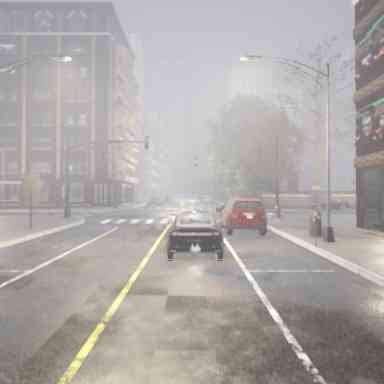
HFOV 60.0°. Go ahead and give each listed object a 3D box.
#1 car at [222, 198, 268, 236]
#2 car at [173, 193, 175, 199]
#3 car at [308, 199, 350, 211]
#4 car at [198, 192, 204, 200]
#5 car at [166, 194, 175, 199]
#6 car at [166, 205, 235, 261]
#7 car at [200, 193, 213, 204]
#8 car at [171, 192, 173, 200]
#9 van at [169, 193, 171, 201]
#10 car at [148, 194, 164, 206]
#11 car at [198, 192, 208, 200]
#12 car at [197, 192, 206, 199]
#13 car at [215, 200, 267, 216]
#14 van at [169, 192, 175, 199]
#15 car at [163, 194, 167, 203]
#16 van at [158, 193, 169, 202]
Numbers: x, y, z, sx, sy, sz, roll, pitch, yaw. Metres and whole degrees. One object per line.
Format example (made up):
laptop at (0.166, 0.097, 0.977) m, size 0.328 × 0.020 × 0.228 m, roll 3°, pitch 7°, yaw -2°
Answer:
car at (2.708, 1.248, 17.973) m, size 2.192 × 1.841 × 5.009 m, roll 1°, pitch 0°, yaw 0°
car at (-5.676, 1.284, 78.165) m, size 2.008 × 1.369 × 4.403 m, roll 1°, pitch 0°, yaw 0°
car at (15.213, 1.454, 37.007) m, size 4.313 × 1.339 × 1.947 m, roll 0°, pitch -1°, yaw 1°
car at (2.704, 1.301, 72.618) m, size 2.008 × 1.369 × 4.403 m, roll 1°, pitch 0°, yaw 0°
car at (-5.676, 1.252, 89.242) m, size 2.008 × 1.369 × 4.403 m, roll 1°, pitch 0°, yaw 0°
car at (0.100, 1.446, 12.131) m, size 2.128 × 1.511 × 4.902 m, roll 0°, pitch 0°, yaw 0°
car at (2.704, 1.328, 56.174) m, size 1.752 × 1.417 × 4.829 m, roll 1°, pitch 0°, yaw 0°
car at (-5.676, 1.332, 72.627) m, size 1.802 × 1.307 × 4.206 m, roll 1°, pitch 0°, yaw 0°
van at (-5.672, 1.109, 67.087) m, size 1.690 × 1.788 × 3.998 m, roll 1°, pitch 0°, yaw 0°
car at (-5.676, 1.403, 50.473) m, size 1.802 × 1.307 × 4.206 m, roll 1°, pitch 0°, yaw 0°
car at (2.708, 1.032, 83.694) m, size 2.192 × 1.841 × 5.009 m, roll 1°, pitch 0°, yaw 0°
car at (2.708, 1.000, 94.769) m, size 2.192 × 1.841 × 5.009 m, roll 1°, pitch 0°, yaw 0°
car at (4.520, 1.418, 30.071) m, size 4.718 × 1.301 × 1.895 m, roll 1°, pitch -1°, yaw -38°
van at (-5.672, 1.026, 94.780) m, size 1.690 × 1.788 × 3.998 m, roll 1°, pitch 0°, yaw 0°
car at (-5.677, 1.385, 56.010) m, size 1.802 × 1.307 × 4.206 m, roll 1°, pitch 0°, yaw 0°
van at (-5.672, 1.126, 61.548) m, size 1.690 × 1.788 × 3.998 m, roll 1°, pitch 0°, yaw 0°
